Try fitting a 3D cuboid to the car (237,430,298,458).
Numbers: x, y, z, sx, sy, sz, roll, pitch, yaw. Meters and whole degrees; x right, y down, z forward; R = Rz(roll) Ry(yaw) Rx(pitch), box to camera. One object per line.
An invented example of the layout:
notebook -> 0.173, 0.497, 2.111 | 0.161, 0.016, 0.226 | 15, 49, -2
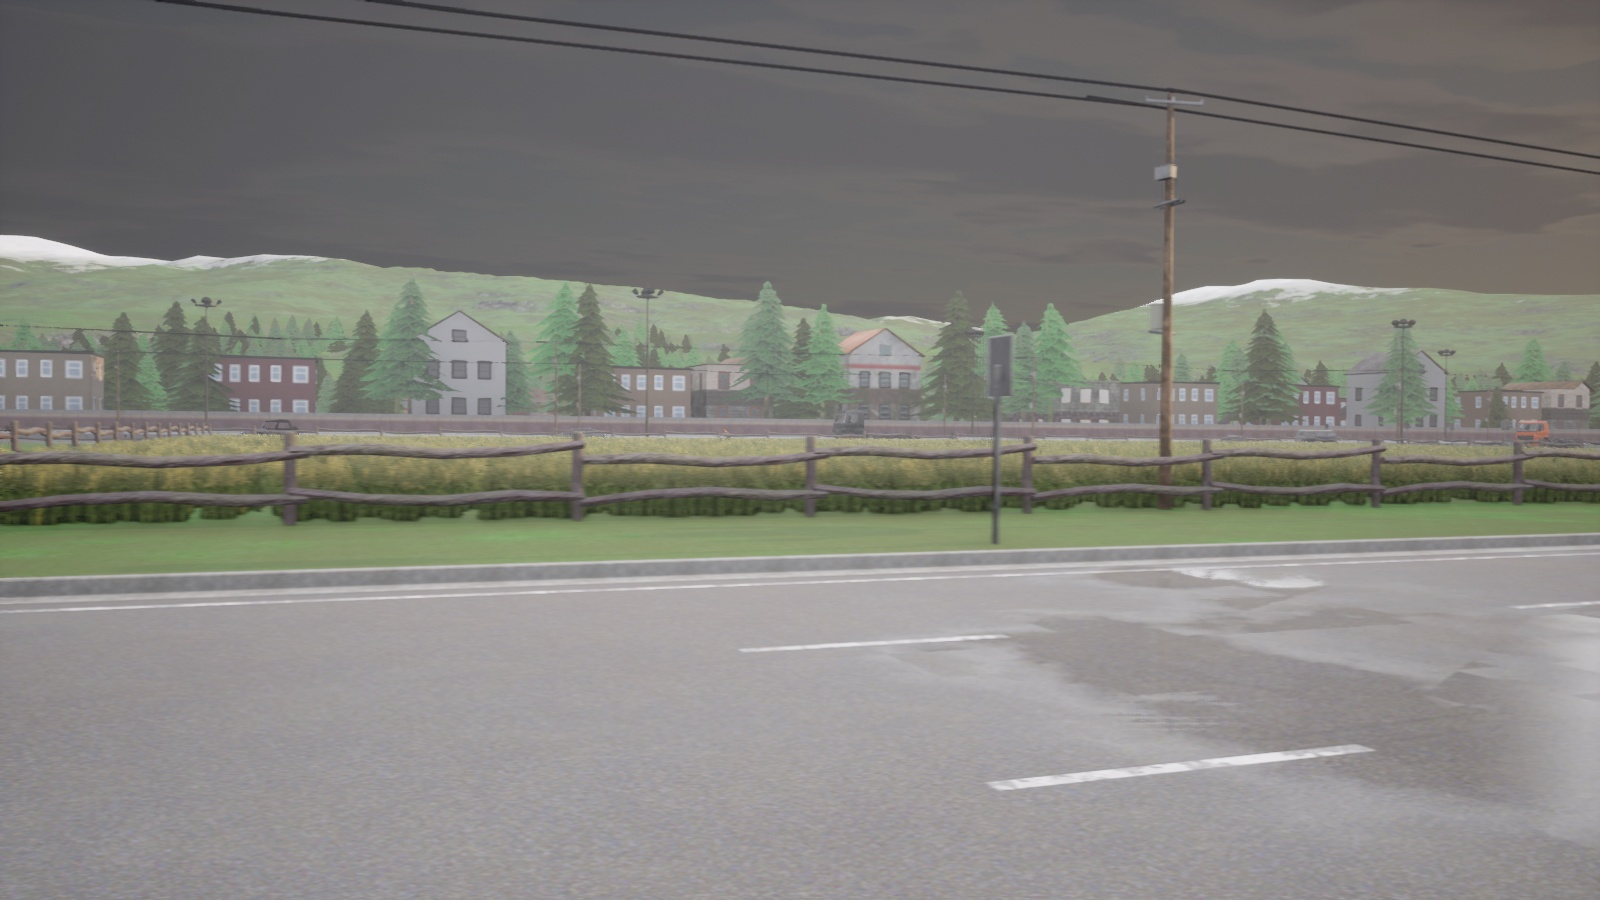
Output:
car -> -37.567, -0.439, 88.625 | 3.866, 1.878, 1.905 | -1, 1, -21
